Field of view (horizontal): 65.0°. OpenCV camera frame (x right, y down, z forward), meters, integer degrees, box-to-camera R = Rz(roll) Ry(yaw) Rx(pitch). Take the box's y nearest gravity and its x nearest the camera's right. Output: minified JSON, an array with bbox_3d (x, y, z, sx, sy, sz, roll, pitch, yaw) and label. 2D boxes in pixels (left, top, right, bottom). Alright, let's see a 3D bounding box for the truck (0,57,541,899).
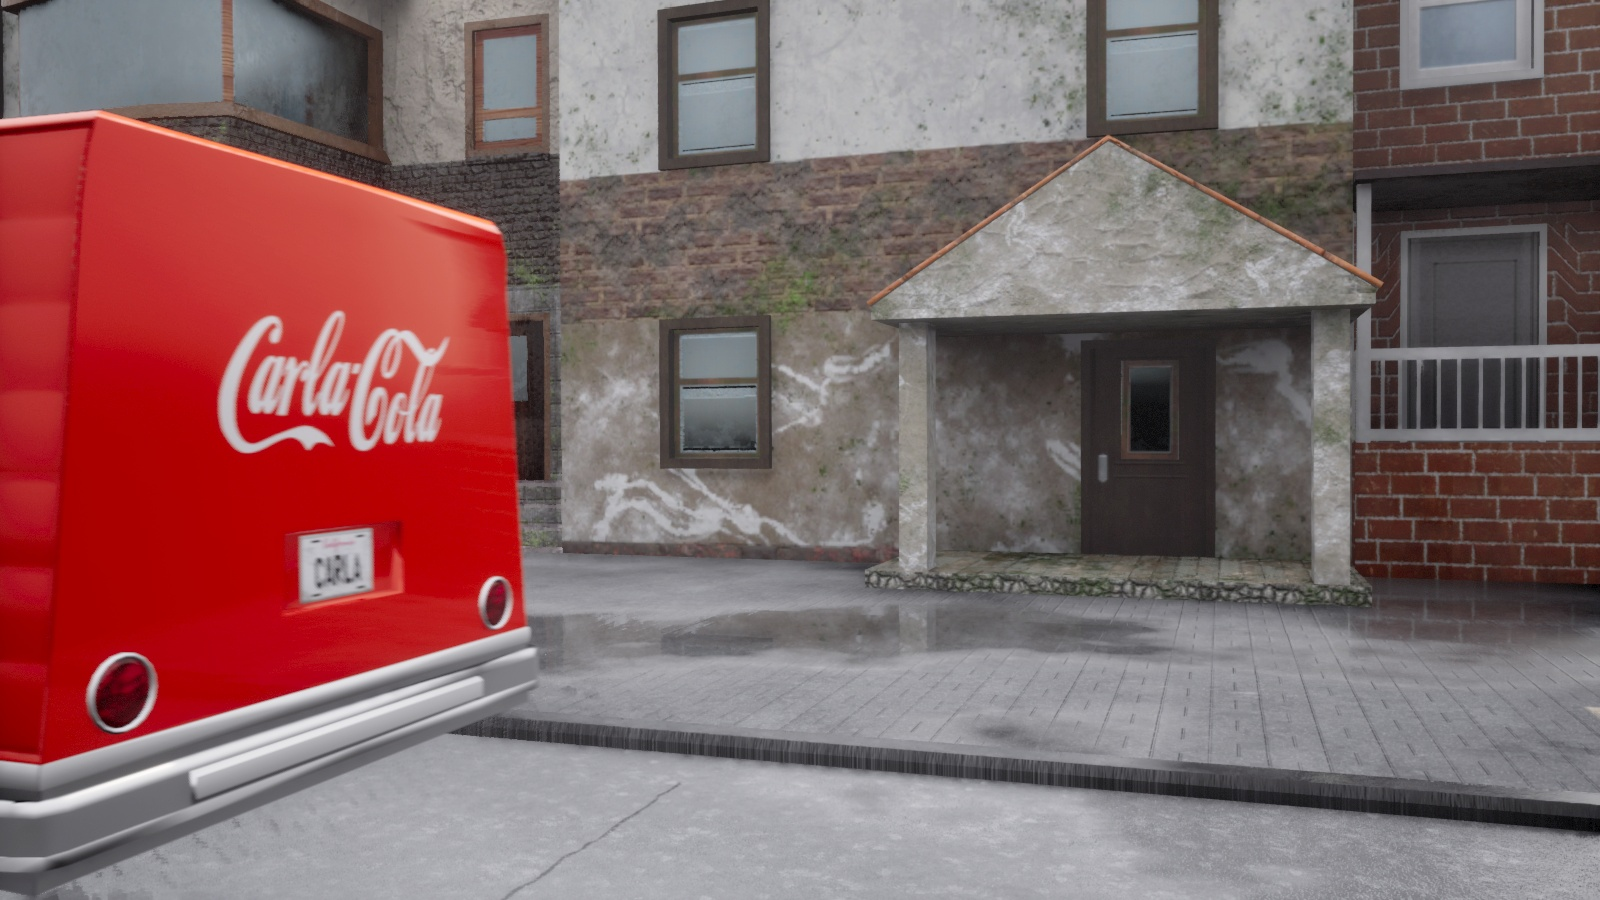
[{"bbox_3d":[-4.014,0.244,5.059,5.204,2.467,2.627,1,1,19],"label":"truck"}]
